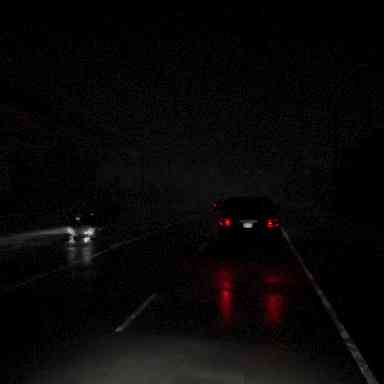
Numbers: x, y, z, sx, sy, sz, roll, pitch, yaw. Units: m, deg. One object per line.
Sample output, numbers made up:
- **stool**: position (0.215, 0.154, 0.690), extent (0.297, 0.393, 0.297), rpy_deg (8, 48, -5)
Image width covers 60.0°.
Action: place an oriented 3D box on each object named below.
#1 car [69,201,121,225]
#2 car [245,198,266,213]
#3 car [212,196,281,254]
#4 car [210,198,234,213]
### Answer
- **car**: position (-6.610, 1.388, 23.052), extent (2.128, 1.511, 4.902), rpy_deg (0, 0, 12)
- **car**: position (6.902, 1.422, 35.951), extent (2.033, 1.411, 5.357), rpy_deg (0, 0, 12)
- **car**: position (2.365, 1.174, 13.484), extent (2.150, 2.045, 5.566), rpy_deg (0, 0, 11)
- **car**: position (3.389, 1.414, 36.253), extent (2.033, 1.411, 5.357), rpy_deg (0, 0, 11)
